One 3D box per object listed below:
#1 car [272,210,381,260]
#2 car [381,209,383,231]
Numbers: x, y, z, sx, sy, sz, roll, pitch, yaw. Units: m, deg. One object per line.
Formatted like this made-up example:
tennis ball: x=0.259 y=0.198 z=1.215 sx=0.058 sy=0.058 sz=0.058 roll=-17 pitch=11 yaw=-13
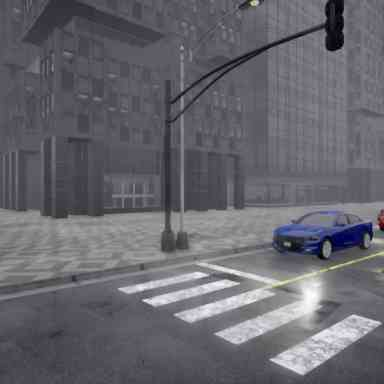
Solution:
car: x=5.075 y=1.467 z=12.665 sx=5.008 sy=1.535 sz=1.882 roll=0 pitch=0 yaw=-40
car: x=12.773 y=1.200 z=19.135 sx=5.566 sy=2.045 sz=2.150 roll=0 pitch=0 yaw=-40
